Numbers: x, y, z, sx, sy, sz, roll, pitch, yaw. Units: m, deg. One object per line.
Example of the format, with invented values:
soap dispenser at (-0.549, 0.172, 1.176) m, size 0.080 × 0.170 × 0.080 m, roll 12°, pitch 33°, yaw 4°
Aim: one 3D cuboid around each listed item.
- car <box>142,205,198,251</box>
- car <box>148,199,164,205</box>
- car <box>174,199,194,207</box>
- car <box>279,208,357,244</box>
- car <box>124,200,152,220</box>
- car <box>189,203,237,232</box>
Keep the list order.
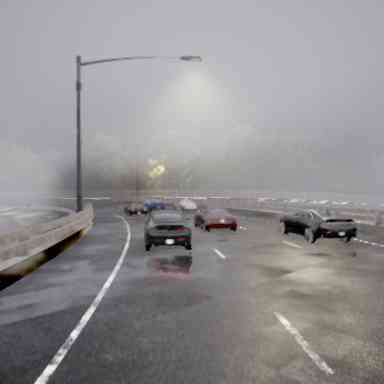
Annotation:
car at (-1.128, 1.552, 14.509) m, size 1.837 × 1.490 × 4.892 m, roll 0°, pitch 0°, yaw -8°
car at (-4.901, 1.619, 41.562) m, size 1.882 × 1.535 × 5.008 m, roll 0°, pitch 0°, yaw -22°
car at (-0.911, 1.636, 41.008) m, size 1.812 × 1.442 × 4.674 m, roll 0°, pitch 0°, yaw -22°
car at (5.745, 1.490, 15.860) m, size 2.128 × 1.511 × 4.902 m, roll 0°, pitch 0°, yaw -8°
car at (-5.781, 1.730, 34.000) m, size 1.895 × 1.301 × 4.718 m, roll 0°, pitch 0°, yaw -19°
car at (1.358, 1.607, 20.799) m, size 1.994 × 1.385 × 4.181 m, roll 0°, pitch 0°, yaw -11°
